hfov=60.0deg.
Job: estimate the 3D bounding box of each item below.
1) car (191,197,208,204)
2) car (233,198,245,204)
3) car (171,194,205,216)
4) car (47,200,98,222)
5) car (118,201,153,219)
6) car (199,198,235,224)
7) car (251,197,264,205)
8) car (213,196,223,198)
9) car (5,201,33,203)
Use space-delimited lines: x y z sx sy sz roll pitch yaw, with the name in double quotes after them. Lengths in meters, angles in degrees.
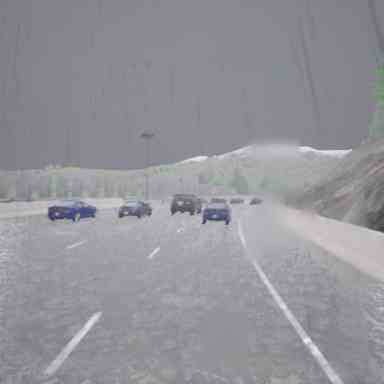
1.426 1.590 63.788 1.994 1.385 4.181 1 0 22 "car"
8.799 1.731 64.394 1.895 1.301 4.718 1 0 24 "car"
-0.482 1.216 32.792 2.150 2.045 5.566 0 0 12 "car"
-8.742 1.357 24.873 1.882 1.535 5.008 0 0 9 "car"
-4.715 1.462 28.024 1.812 1.442 4.674 1 0 10 "car"
1.967 1.508 25.066 1.882 1.535 5.008 0 0 10 "car"
12.461 1.687 63.182 1.837 1.490 4.892 0 0 23 "car"
5.133 1.556 63.754 1.882 1.535 5.008 0 0 22 "car"
-17.742 1.319 35.427 1.994 1.385 4.181 1 0 11 "car"
